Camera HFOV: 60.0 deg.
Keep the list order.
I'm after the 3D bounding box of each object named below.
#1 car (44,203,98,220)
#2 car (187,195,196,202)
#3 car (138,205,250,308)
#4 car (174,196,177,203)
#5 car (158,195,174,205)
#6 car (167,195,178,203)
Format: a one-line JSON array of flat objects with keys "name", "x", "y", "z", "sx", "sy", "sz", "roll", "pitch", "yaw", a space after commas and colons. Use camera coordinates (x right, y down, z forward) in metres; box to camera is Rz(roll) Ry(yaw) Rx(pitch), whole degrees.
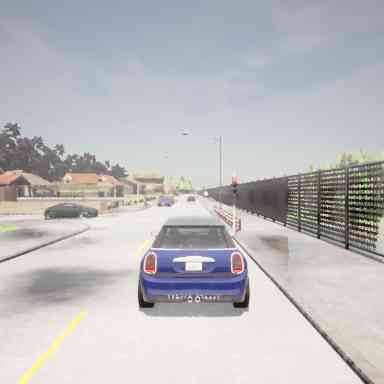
[{"name": "car", "x": -9.935, "y": 1.565, "z": 27.447, "sx": 4.181, "sy": 1.385, "sz": 1.994, "roll": 0, "pitch": 0, "yaw": -6}, {"name": "car", "x": -0.143, "y": 1.524, "z": 76.278, "sx": 1.812, "sy": 1.442, "sz": 4.674, "roll": 0, "pitch": 0, "yaw": 0}, {"name": "car", "x": 0.038, "y": 1.352, "z": 8.078, "sx": 2.097, "sy": 1.767, "sz": 4.553, "roll": 0, "pitch": 0, "yaw": 0}, {"name": "car", "x": -4.183, "y": 1.547, "z": 60.701, "sx": 2.033, "sy": 1.411, "sz": 5.357, "roll": 0, "pitch": 0, "yaw": 0}, {"name": "car", "x": -4.182, "y": 1.526, "z": 50.933, "sx": 1.812, "sy": 1.442, "sz": 4.674, "roll": 0, "pitch": 0, "yaw": 0}, {"name": "car", "x": -4.133, "y": 1.478, "z": 70.964, "sx": 1.882, "sy": 1.535, "sz": 5.008, "roll": 0, "pitch": 0, "yaw": 0}]
